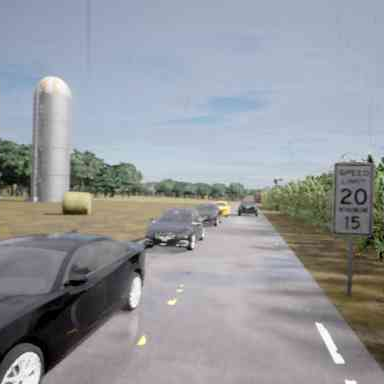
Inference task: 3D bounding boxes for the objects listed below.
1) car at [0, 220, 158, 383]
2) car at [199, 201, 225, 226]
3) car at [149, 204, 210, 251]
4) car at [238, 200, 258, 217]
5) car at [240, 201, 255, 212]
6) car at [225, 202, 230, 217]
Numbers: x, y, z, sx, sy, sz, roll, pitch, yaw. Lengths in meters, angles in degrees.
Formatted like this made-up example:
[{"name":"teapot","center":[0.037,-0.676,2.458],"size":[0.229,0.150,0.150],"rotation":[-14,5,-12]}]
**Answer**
[{"name":"car","center":[-2.213,1.396,4.951],"size":[1.882,1.535,5.008],"rotation":[2,0,11]},{"name":"car","center":[1.099,1.583,24.127],"size":[1.837,1.490,4.892],"rotation":[2,0,10]},{"name":"car","center":[-0.582,1.485,14.311],"size":[1.837,1.490,4.892],"rotation":[2,0,9]},{"name":"car","center":[6.251,1.718,37.061],"size":[2.097,1.767,4.553],"rotation":[2,-1,10]},{"name":"car","center":[8.156,2.120,48.488],"size":[2.033,1.411,5.357],"rotation":[2,-1,10]},{"name":"car","center":[2.853,1.695,34.186],"size":[1.882,1.535,5.008],"rotation":[2,-1,10]}]
